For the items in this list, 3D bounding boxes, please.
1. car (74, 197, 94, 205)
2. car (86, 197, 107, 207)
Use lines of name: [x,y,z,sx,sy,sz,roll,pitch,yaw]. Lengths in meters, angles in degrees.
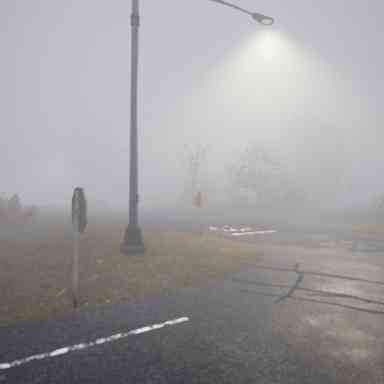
car: [-19.198,1.549,58.872,2.033,1.411,5.357,1,0,-34]
car: [-15.198,1.560,52.963,2.033,1.411,5.357,1,0,-33]
